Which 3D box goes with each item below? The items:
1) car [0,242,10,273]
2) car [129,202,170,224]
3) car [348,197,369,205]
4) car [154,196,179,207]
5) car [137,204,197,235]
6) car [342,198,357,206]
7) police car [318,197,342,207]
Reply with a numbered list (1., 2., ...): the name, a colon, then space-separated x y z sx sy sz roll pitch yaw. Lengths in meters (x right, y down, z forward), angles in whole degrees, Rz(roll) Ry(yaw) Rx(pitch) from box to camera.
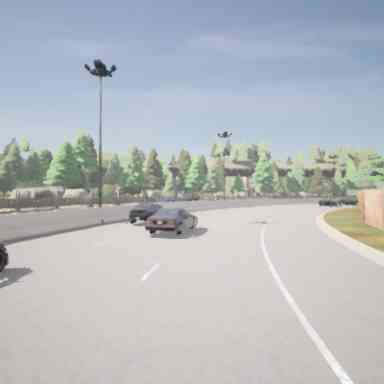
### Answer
1. car: -6.378 1.569 7.938 1.994 1.385 4.181 0 0 5
2. car: -3.122 1.593 25.356 1.837 1.490 4.892 0 0 15
3. car: 33.933 1.896 67.728 5.008 1.535 1.882 0 0 -39
4. car: -4.316 1.563 57.259 2.097 1.767 4.553 0 0 32
5. car: -1.082 1.621 19.471 2.033 1.411 5.357 0 0 13
6. car: 29.966 1.893 64.350 4.892 1.490 1.837 0 0 -42
7. police car: 23.896 1.763 58.298 1.930 1.638 5.238 0 0 42
